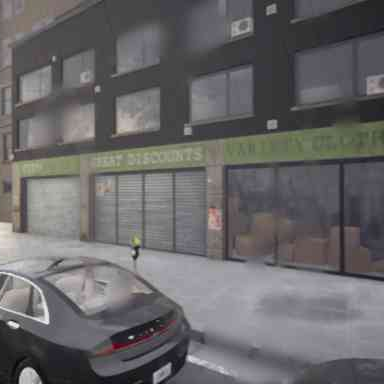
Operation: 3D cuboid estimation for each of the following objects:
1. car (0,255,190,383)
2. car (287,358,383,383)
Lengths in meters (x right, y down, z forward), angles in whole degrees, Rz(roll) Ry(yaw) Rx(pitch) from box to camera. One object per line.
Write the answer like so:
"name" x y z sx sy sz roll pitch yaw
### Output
"car" -2.075 1.563 4.552 4.403 1.369 2.008 0 0 35
"car" 2.430 1.547 1.356 4.403 1.369 2.008 0 0 35
